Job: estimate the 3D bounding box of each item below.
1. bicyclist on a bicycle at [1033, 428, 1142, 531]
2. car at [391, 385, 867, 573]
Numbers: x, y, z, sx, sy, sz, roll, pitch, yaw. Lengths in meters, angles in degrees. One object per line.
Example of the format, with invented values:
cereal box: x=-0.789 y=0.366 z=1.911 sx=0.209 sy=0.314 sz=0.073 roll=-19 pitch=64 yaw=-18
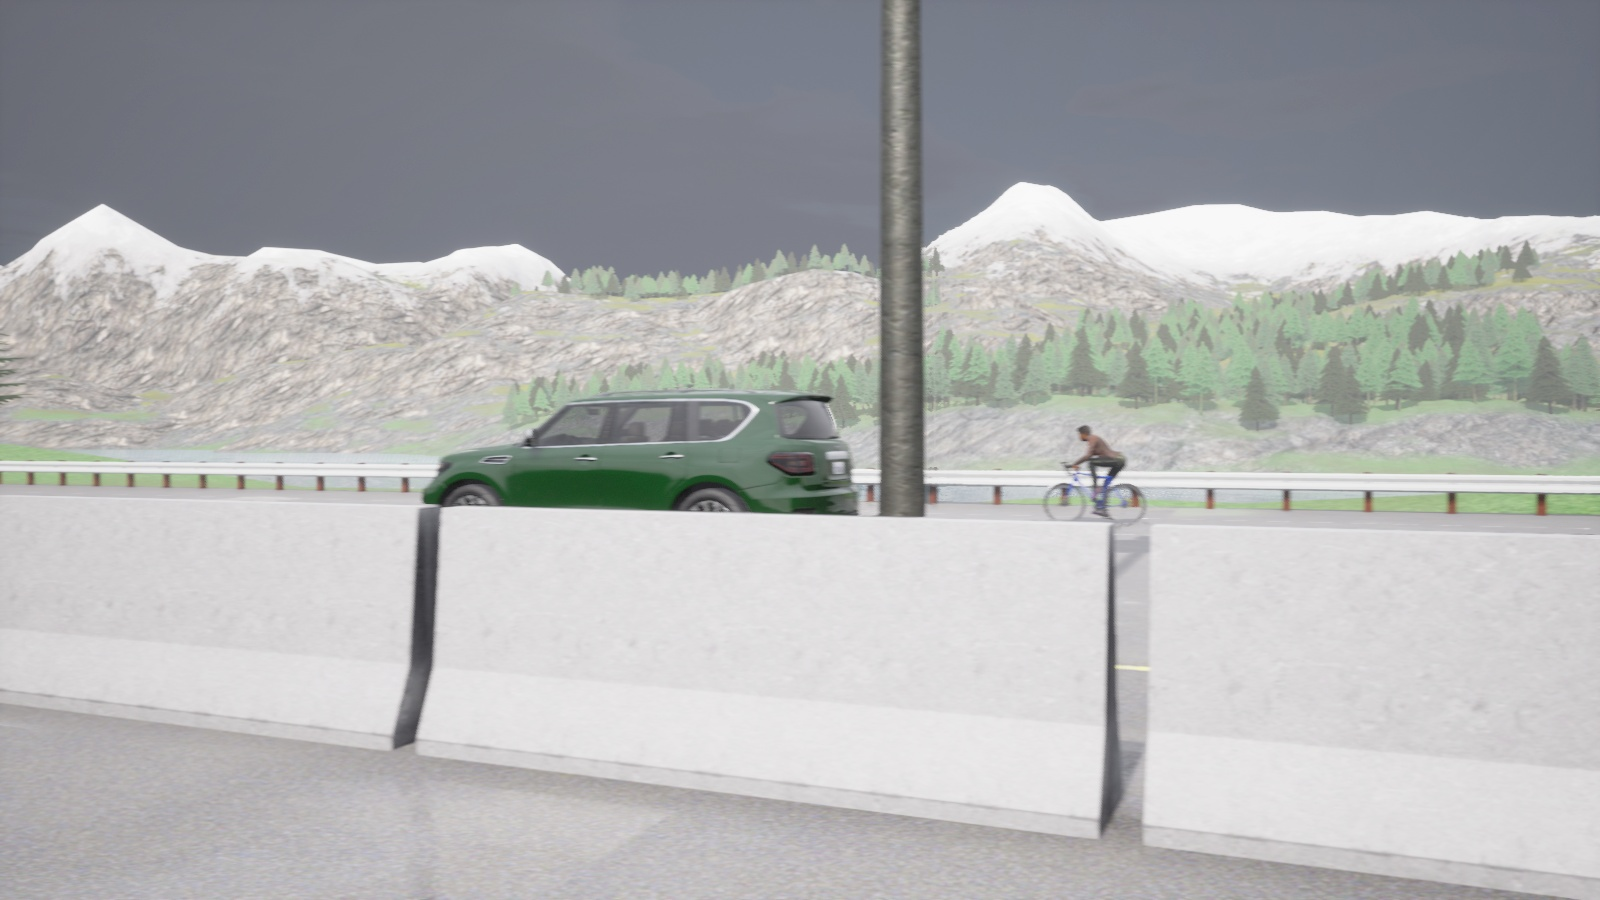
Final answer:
bicyclist on a bicycle: x=4.677 y=0.456 z=20.435 sx=1.656 sy=1.620 sz=0.582 roll=0 pitch=1 yaw=23
car: x=-2.159 y=0.276 z=15.716 sx=5.566 sy=2.045 sz=2.150 roll=1 pitch=1 yaw=23
